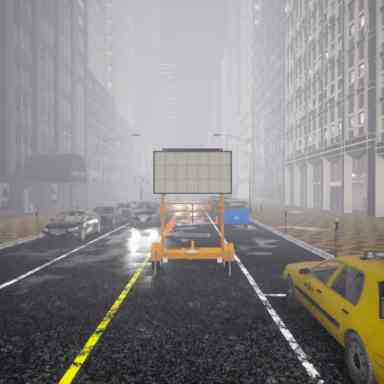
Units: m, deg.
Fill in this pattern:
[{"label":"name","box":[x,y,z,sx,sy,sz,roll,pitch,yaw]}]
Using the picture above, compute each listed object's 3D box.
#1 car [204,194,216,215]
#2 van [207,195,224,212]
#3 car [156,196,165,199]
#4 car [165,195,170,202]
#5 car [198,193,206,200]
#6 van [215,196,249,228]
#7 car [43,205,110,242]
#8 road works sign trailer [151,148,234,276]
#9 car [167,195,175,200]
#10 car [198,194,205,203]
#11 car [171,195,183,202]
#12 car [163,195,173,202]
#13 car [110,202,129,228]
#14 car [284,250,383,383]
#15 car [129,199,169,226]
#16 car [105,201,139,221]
[{"label":"car","box":[2.694,1.307,33.279,2.192,1.841,5.009,-1,0,0]},{"label":"van","box":[2.696,1.332,38.963,1.690,1.788,3.998,-1,0,0]},{"label":"car","box":[-5.678,1.539,50.334,2.008,1.369,4.403,-1,0,0]},{"label":"car","box":[-5.673,1.536,61.701,2.008,1.369,4.403,-1,0,0]},{"label":"car","box":[2.717,1.291,90.116,2.192,1.841,5.009,-1,0,0]},{"label":"van","box":[2.690,1.336,21.912,1.690,1.788,3.998,-1,0,0]},{"label":"car","box":[-5.691,1.547,16.232,2.008,1.369,4.403,-1,0,0]},{"label":"road works sign trailer","box":[0.020,0.462,10.279,2.380,3.560,2.880,0,0,0]},{"label":"car","box":[-5.661,1.501,89.950,1.752,1.417,4.829,-1,0,0]},{"label":"car","box":[2.708,1.536,61.697,2.008,1.369,4.403,-1,0,0]},{"label":"car","box":[-2.971,1.486,73.117,1.837,1.490,4.892,0,0,0]},{"label":"car","box":[-5.667,1.420,78.752,1.967,1.590,4.097,-1,0,0]},{"label":"car","box":[-5.689,1.561,21.916,1.947,1.339,4.313,-1,0,0]},{"label":"car","box":[2.685,1.524,5.031,1.752,1.417,4.829,-1,0,0]},{"label":"car","box":[-3.092,1.486,23.552,2.128,1.511,4.902,0,0,0]},{"label":"car","box":[-5.687,1.538,27.599,1.887,1.381,4.507,-1,0,0]}]
